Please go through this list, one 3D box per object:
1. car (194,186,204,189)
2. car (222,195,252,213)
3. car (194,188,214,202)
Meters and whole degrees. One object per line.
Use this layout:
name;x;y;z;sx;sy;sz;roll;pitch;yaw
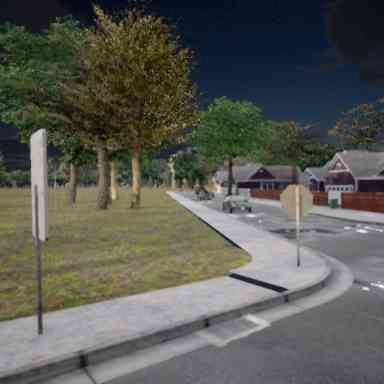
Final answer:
car;1.767;-0.302;75.054;2.150;2.045;5.566;-1;1;-6
car;3.835;0.996;28.988;1.812;1.442;4.674;-1;1;-6
car;1.754;0.594;48.580;1.837;1.490;4.892;-1;1;-6
